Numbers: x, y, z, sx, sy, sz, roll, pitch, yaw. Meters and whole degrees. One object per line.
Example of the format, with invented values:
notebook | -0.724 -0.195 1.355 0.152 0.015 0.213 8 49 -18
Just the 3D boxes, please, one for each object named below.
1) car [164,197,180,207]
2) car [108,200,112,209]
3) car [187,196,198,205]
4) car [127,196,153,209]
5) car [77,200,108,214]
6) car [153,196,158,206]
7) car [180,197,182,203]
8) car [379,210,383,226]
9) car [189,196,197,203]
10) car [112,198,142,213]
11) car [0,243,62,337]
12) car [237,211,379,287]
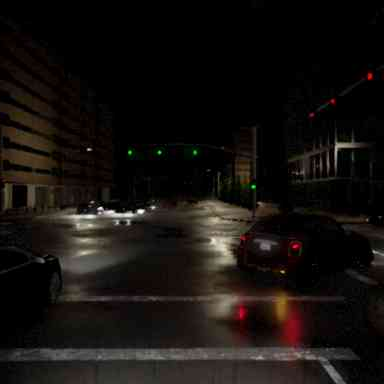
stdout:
car | -3.452 1.704 53.839 1.994 1.385 4.181 0 0 1
car | -10.777 1.717 44.537 1.895 1.301 4.718 0 0 1
car | 0.119 1.649 65.590 1.882 1.535 5.008 0 0 1
car | -7.244 1.613 46.676 2.128 1.511 4.902 0 0 1
car | -10.832 1.658 35.733 1.994 1.385 4.181 0 0 0
car | -7.057 1.500 56.484 2.097 1.767 4.553 0 0 1
car | -3.241 1.737 75.434 2.033 1.411 5.357 0 0 1
car | 14.048 1.605 21.989 4.902 1.511 2.128 0 0 0
car | 0.264 1.675 75.748 1.882 1.535 5.008 0 0 1
car | -7.332 1.663 37.782 1.994 1.385 4.181 0 0 0
car | -3.554 1.507 5.075 2.128 1.511 4.902 0 0 -3
car | 3.438 1.413 9.796 4.553 1.767 2.097 1 1 -42
